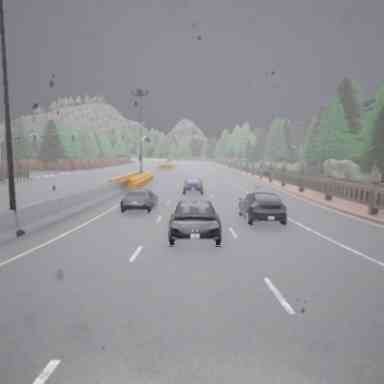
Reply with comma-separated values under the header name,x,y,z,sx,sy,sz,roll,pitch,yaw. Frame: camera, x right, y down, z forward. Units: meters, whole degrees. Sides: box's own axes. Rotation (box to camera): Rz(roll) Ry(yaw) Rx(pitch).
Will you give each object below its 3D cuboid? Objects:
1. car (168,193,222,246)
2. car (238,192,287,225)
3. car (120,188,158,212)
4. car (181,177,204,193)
name,x,y,z,sx,sy,sz,roll,pitch,yaw
car,0.098,1.041,12.916,2.128,1.511,4.902,0,3,0
car,3.596,0.745,17.485,1.837,1.490,4.892,0,4,0
car,-3.404,0.425,21.859,1.994,1.385,4.181,0,5,0
car,0.110,-0.706,31.933,1.812,1.442,4.674,0,7,0
